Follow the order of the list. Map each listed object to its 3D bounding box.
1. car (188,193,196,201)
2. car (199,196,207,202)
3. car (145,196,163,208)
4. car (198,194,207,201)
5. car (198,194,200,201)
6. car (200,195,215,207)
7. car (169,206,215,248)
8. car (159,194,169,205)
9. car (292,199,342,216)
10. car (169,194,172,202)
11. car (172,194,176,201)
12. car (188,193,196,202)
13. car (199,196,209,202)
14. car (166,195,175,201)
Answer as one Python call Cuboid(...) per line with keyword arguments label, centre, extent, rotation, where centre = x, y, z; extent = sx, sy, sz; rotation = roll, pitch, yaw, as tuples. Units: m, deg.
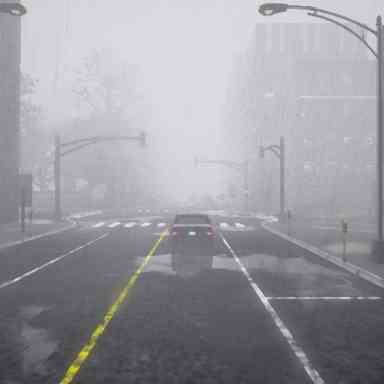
Cuboid(label="car", centre=(0.002, 1.213, 87.196), extent=(2.150, 2.045, 5.566), rotation=(0, 0, 0))
Cuboid(label="car", centre=(2.693, 1.643, 81.811), extent=(1.887, 1.381, 4.507), rotation=(0, 0, 0))
Cuboid(label="car", centre=(-5.687, 1.602, 48.030), extent=(1.947, 1.339, 4.313), rotation=(0, 0, 0))
Cuboid(label="car", centre=(2.694, 1.426, 87.442), extent=(2.192, 1.841, 5.009), rotation=(0, 0, 0))
Cuboid(label="car", centre=(2.693, 1.514, 70.551), extent=(1.967, 1.590, 4.097), rotation=(0, 0, 0))
Cuboid(label="car", centre=(2.693, 1.589, 53.660), extent=(1.887, 1.381, 4.507), rotation=(0, 0, 0))
Cuboid(label="car", centre=(0.000, 1.568, 14.651), extent=(2.033, 1.411, 5.357), rotation=(0, 0, 0))
Cuboid(label="car", centre=(-5.687, 1.578, 59.121), extent=(1.752, 1.417, 4.829), rotation=(0, 0, 0))
Cuboid(label="car", centre=(13.466, 1.619, 35.708), extent=(5.009, 1.841, 2.192), rotation=(1, -1, -1))
Cuboid(label="car", centre=(-5.687, 1.378, 64.921), extent=(2.192, 1.841, 5.009), rotation=(0, 0, 0))
Cuboid(label="car", centre=(-5.687, 1.538, 81.812), extent=(1.967, 1.590, 4.097), rotation=(0, 0, 0))
Cuboid(label="car", centre=(0.001, 1.480, 73.414), extent=(1.882, 1.535, 5.008), rotation=(0, 0, 0))
Cuboid(label="car", centre=(2.692, 1.636, 76.181), extent=(2.008, 1.369, 4.403), rotation=(0, 0, 0))
Cuboid(label="car", centre=(-5.687, 1.551, 87.441), extent=(1.967, 1.590, 4.097), rotation=(0, 0, 0))
